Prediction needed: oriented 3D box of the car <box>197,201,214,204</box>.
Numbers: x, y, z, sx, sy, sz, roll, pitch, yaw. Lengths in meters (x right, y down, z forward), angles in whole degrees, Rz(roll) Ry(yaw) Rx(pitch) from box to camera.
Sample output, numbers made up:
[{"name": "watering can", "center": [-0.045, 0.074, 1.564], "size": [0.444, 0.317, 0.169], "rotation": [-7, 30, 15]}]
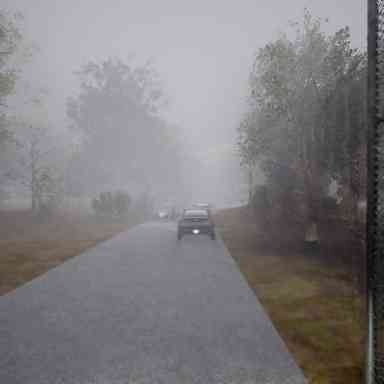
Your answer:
[{"name": "car", "center": [1.182, 1.815, 35.861], "size": [1.812, 1.442, 4.674], "rotation": [0, -1, 5]}]

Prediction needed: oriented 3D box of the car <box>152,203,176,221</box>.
[{"name": "car", "center": [-2.262, 1.677, 28.960], "size": [2.128, 1.511, 4.902], "rotation": [0, -1, 4]}]

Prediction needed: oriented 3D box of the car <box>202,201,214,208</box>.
[{"name": "car", "center": [3.401, 2.570, 69.704], "size": [1.837, 1.490, 4.892], "rotation": [0, -2, 12]}]

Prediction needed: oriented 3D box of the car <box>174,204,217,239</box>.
[{"name": "car", "center": [0.239, 1.588, 17.762], "size": [1.837, 1.490, 4.892], "rotation": [0, -1, 1]}]
